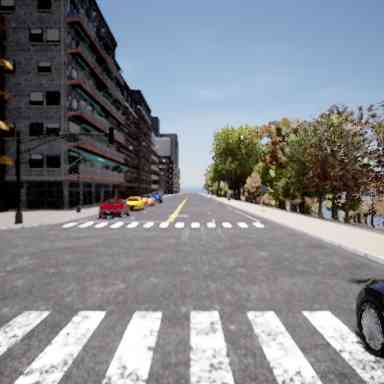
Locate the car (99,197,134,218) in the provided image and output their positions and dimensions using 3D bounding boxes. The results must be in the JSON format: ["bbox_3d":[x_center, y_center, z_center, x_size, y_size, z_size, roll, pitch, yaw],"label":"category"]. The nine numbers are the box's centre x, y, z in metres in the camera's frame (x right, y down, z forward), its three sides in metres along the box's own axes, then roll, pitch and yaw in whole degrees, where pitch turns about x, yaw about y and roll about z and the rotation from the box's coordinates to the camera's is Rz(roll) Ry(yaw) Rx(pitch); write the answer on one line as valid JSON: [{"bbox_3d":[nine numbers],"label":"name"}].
[{"bbox_3d":[-6.599,1.352,28.669,1.882,1.535,5.008,0,0,0],"label":"car"}]

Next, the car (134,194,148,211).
[{"bbox_3d":[-6.598,1.314,38.091,1.882,1.535,5.008,0,0,0],"label":"car"}]

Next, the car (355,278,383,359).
[{"bbox_3d":[3.347,1.490,3.050,1.837,1.490,4.892,0,0,0],"label":"car"}]

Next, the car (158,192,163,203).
[{"bbox_3d":[-6.509,0.972,60.764,2.150,2.045,5.566,0,0,0],"label":"car"}]

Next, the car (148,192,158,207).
[{"bbox_3d":[-6.588,1.151,47.828,2.097,1.767,4.553,0,0,0],"label":"car"}]
